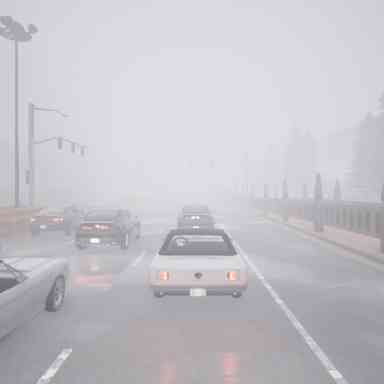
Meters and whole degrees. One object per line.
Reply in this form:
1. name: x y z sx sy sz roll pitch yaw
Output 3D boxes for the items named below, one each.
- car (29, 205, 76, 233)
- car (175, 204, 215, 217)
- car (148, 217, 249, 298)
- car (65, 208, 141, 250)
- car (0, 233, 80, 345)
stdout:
1. car: -6.843 1.406 17.518 1.812 1.442 4.674 0 0 -1
2. car: 0.187 1.385 17.612 1.837 1.490 4.892 0 0 0
3. car: 0.131 1.549 8.352 1.895 1.301 4.718 0 0 0
4. car: -3.337 1.412 13.889 1.837 1.490 4.892 0 0 0
5. car: -3.385 1.576 4.663 1.895 1.301 4.718 0 0 0
